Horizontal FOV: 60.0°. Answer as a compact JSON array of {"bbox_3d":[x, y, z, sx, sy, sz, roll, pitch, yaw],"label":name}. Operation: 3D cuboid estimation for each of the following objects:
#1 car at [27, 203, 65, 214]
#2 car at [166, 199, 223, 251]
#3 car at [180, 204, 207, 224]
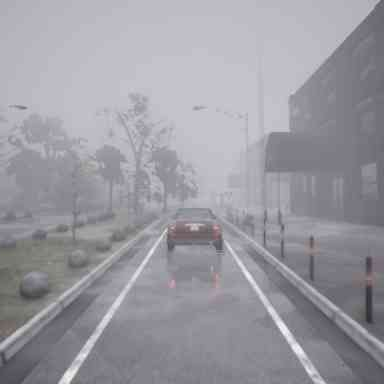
[{"bbox_3d":[-19.141,2.174,43.808,4.674,1.442,1.812,1,-2,-40],"label":"car"},{"bbox_3d":[0.095,1.333,14.129,2.097,1.767,4.553,0,0,0],"label":"car"},{"bbox_3d":[0.165,1.675,26.959,2.033,1.411,5.357,0,-1,1],"label":"car"}]
